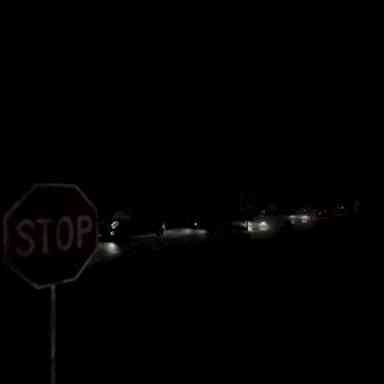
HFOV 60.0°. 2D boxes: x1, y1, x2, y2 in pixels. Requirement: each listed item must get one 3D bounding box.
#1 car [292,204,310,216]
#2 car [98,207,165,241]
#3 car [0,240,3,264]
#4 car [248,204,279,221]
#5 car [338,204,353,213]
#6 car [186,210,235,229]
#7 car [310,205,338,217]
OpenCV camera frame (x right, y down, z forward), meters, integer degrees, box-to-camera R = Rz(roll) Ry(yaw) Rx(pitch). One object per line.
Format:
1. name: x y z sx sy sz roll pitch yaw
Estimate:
1. car: 15.449 2.466 46.209 1.837 1.490 4.892 0 -2 36
2. car: -3.646 1.761 19.509 2.097 1.767 4.553 0 -1 35
3. car: -8.505 1.752 10.202 5.357 1.411 2.033 2 -1 -25
4. car: 7.564 2.088 35.286 2.097 1.767 4.553 0 -1 36
5. car: 25.730 2.709 55.664 2.033 1.411 5.357 0 -1 36
6. car: 1.559 2.164 26.880 1.895 1.301 4.718 0 -1 36
7. car: 17.621 2.539 44.298 1.895 1.301 4.718 0 -1 35
